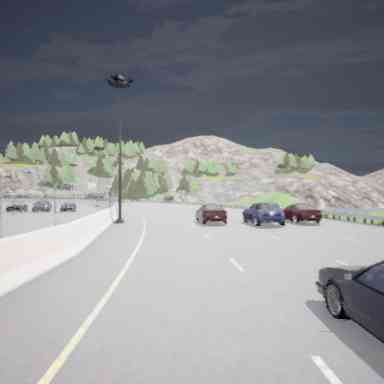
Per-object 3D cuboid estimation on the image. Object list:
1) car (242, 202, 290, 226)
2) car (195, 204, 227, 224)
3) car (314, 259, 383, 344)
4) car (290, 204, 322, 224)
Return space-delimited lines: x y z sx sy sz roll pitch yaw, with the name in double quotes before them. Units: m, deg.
"car" 5.283 1.561 25.185 2.097 1.767 4.553 0 -1 -7
"car" 1.492 1.720 27.034 1.882 1.535 5.008 0 -1 -8
"car" 3.492 1.574 4.412 2.033 1.411 5.357 0 0 -1
"car" 8.577 1.687 26.963 1.882 1.535 5.008 0 -1 -8
